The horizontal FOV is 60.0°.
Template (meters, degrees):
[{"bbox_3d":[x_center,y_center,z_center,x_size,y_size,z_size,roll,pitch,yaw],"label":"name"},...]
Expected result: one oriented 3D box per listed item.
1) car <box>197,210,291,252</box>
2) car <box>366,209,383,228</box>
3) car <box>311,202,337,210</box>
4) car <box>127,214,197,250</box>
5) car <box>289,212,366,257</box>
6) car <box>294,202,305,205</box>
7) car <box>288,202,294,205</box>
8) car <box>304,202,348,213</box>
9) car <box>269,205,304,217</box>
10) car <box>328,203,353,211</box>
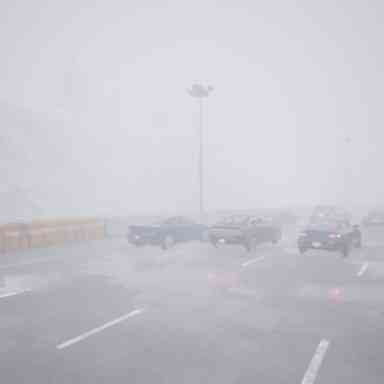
[{"bbox_3d":[2.622,1.813,15.573,2.128,1.511,4.902,-1,-1,35],"label":"car"},{"bbox_3d":[14.099,1.978,24.739,1.994,1.385,4.181,-2,-2,41],"label":"car"},{"bbox_3d":[25.164,2.692,63.410,5.357,1.411,2.033,0,-2,-36],"label":"car"},{"bbox_3d":[-0.977,1.854,16.544,1.882,1.535,5.008,-1,-1,35],"label":"car"},{"bbox_3d":[5.962,1.786,14.231,1.812,1.442,4.674,-1,-1,35],"label":"car"},{"bbox_3d":[23.387,2.758,66.441,4.902,1.511,2.128,0,-2,-36],"label":"car"},{"bbox_3d":[21.629,2.815,69.481,4.892,1.490,1.837,0,-2,-36],"label":"car"},{"bbox_3d":[11.154,1.834,26.689,2.097,1.767,4.553,-2,-2,41],"label":"car"},{"bbox_3d":[7.047,2.082,27.305,2.033,1.411,5.357,-2,-2,40],"label":"car"},{"bbox_3d":[26.953,2.667,60.370,4.718,1.301,1.895,0,-2,-36],"label":"car"}]
